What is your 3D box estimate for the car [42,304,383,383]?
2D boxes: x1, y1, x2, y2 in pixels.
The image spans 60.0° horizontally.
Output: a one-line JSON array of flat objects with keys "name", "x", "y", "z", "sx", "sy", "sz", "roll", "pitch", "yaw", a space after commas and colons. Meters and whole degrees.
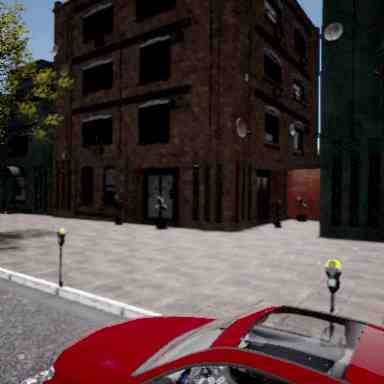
[{"name": "car", "x": 0.588, "y": 1.577, "z": 2.452, "sx": 4.206, "sy": 1.307, "sz": 1.802, "roll": 0, "pitch": 1, "yaw": 36}]
